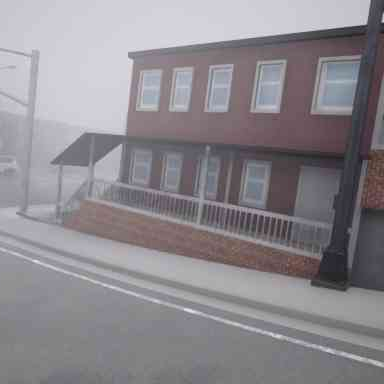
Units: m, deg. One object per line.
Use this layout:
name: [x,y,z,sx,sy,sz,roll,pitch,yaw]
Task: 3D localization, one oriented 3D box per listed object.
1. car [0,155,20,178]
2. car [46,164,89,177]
car: [-18.793,-2.470,30.537,2.150,2.045,5.566,11,6,35]
car: [-15.209,-2.997,41.445,2.150,2.045,5.566,11,6,35]
